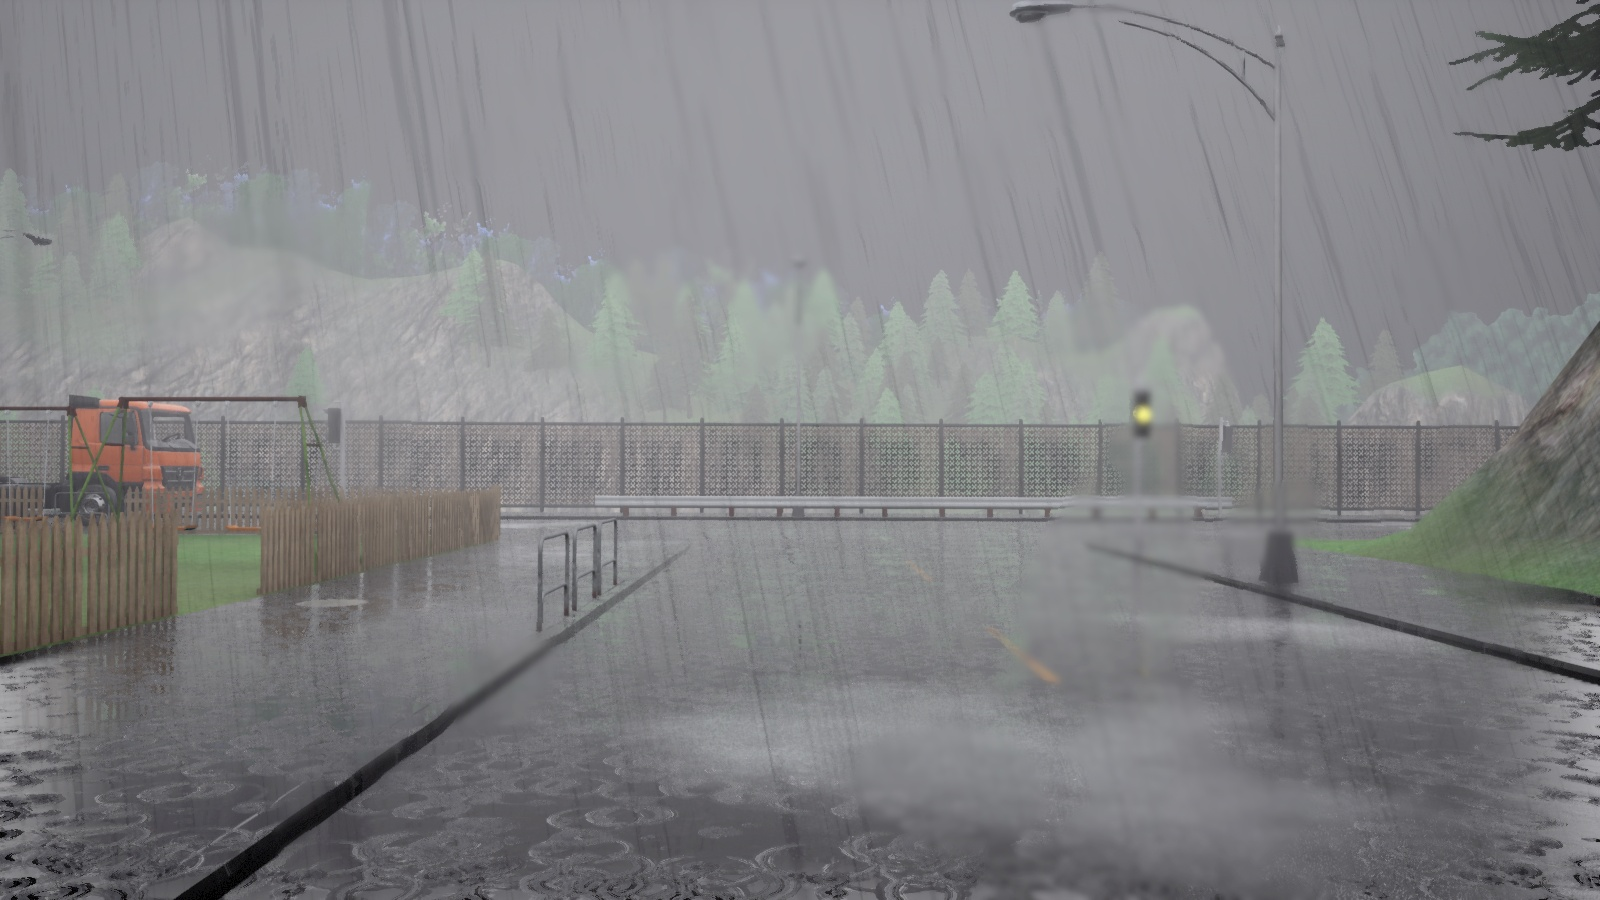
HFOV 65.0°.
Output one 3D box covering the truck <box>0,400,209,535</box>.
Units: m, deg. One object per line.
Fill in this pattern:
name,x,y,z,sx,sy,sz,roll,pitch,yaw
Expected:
truck,-20.482,0.478,33.609,7.936,3.462,2.891,0,-1,0
